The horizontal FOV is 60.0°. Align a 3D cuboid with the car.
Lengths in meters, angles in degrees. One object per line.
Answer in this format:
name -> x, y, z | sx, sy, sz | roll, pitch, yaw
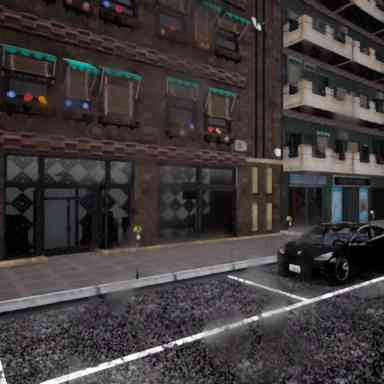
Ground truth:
car -> 4.378, 1.565, 9.698 | 4.313, 1.339, 1.947 | 0, 0, -36
